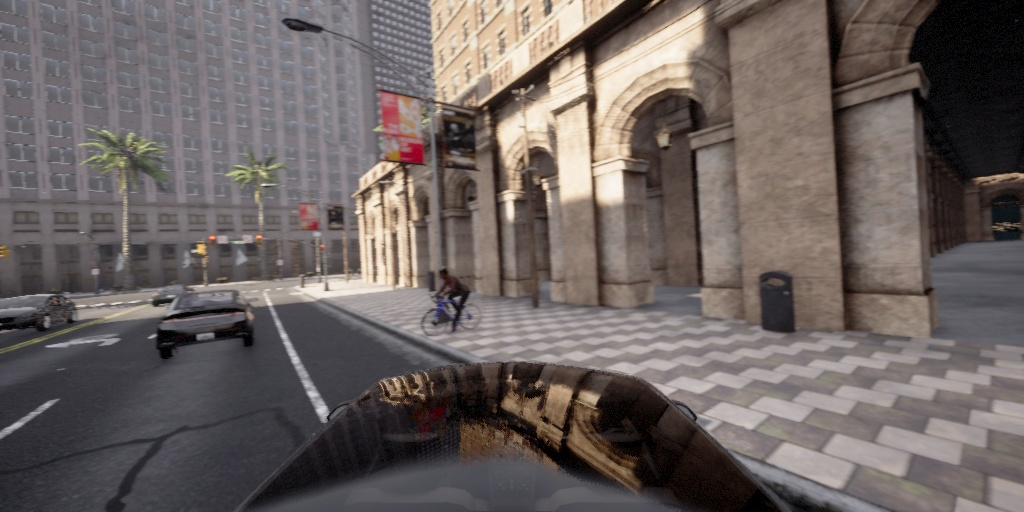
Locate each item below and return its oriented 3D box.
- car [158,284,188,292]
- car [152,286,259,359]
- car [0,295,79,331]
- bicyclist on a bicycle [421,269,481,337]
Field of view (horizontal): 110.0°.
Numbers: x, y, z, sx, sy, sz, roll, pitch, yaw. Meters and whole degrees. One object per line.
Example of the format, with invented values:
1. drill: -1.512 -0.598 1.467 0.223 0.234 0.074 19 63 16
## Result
1. car: -23.669 2.690 25.298 1.994 1.385 4.181 -3 0 -35
2. car: -8.578 1.739 10.321 2.128 1.511 4.902 -3 0 -36
3. car: -21.259 2.513 15.823 1.837 1.490 4.892 -3 0 -36
4. bicyclist on a bicycle: -1.501 1.128 8.922 1.656 1.620 0.582 -4 0 -36
